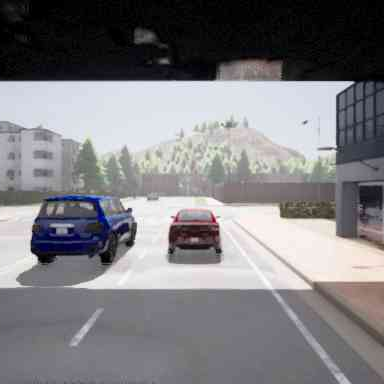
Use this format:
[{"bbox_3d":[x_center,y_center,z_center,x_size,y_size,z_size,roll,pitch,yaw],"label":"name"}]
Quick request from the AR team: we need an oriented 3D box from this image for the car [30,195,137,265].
[{"bbox_3d":[-3.405,1.127,11.507,2.150,2.045,5.566,0,0,1],"label":"car"}]

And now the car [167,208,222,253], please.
[{"bbox_3d":[0.125,1.373,13.213,1.882,1.535,5.008,0,1,1],"label":"car"}]

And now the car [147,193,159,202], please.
[{"bbox_3d":[-7.310,0.998,62.201,1.837,1.490,4.892,0,1,1],"label":"car"}]
